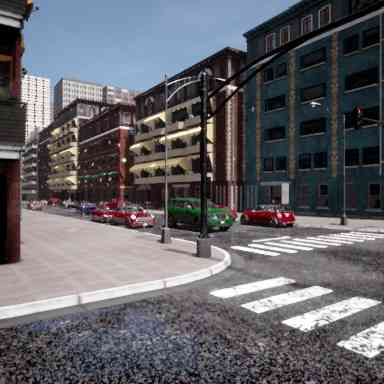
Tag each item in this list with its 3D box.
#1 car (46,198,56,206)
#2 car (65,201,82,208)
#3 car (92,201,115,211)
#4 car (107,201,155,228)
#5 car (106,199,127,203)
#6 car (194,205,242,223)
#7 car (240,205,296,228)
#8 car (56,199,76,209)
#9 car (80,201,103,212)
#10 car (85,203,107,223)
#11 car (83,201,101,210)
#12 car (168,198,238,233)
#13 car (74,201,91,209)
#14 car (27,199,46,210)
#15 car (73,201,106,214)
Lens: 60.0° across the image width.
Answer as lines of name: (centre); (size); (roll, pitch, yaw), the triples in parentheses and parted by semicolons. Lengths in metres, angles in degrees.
car: (-32.722, 2.328, 78.710); (2.192, 1.841, 5.009); (-1, 0, -35)
car: (-23.206, 2.377, 65.048); (1.947, 1.339, 4.313); (-1, 0, -35)
car: (-13.695, 2.159, 51.387); (2.008, 1.369, 4.403); (-1, 0, -35)
car: (-4.299, 1.694, 24.099); (1.967, 1.590, 4.097); (-1, 0, -35)
car: (-10.528, 1.855, 46.835); (2.192, 1.841, 5.009); (-1, 0, -35)
car: (2.161, 1.849, 28.623); (1.802, 1.307, 4.206); (-1, 0, -35)
car: (5.333, 1.639, 24.072); (1.967, 1.590, 4.097); (-1, 0, -35)
car: (-22.348, 2.347, 59.512); (1.895, 1.301, 4.718); (0, -1, -35)
car: (-14.731, 2.109, 48.577); (1.812, 1.442, 4.674); (0, -1, -35)
car: (-7.468, 1.904, 28.653); (1.802, 1.307, 4.206); (-1, 0, -35)
car: (-16.865, 2.258, 55.941); (1.802, 1.307, 4.206); (-1, 0, -35)
car: (0.300, 1.417, 21.866); (2.150, 2.045, 5.566); (0, 0, -33)
car: (-20.036, 2.326, 60.495); (1.802, 1.307, 4.206); (-1, 0, -35)
car: (-26.493, 2.171, 55.975); (1.967, 1.590, 4.097); (-1, 0, -35)
car: (-12.399, 2.077, 40.092); (1.895, 1.301, 4.718); (0, -1, -35)
